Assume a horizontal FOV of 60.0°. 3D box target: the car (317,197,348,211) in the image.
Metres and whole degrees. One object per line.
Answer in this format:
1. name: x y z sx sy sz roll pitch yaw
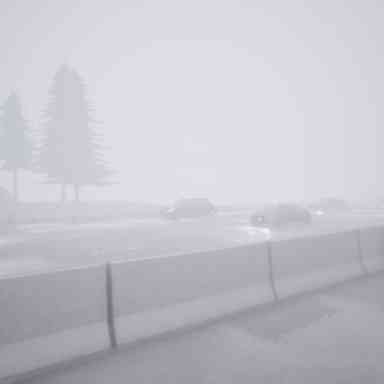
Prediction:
1. car: 14.781 1.236 36.017 5.357 1.411 2.033 -1 0 -35

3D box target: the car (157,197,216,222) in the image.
1. car: -0.393 1.216 25.206 4.553 1.767 2.097 -1 0 -35

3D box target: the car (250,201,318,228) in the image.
1. car: 5.623 1.407 20.898 4.181 1.385 1.994 -1 0 -35
